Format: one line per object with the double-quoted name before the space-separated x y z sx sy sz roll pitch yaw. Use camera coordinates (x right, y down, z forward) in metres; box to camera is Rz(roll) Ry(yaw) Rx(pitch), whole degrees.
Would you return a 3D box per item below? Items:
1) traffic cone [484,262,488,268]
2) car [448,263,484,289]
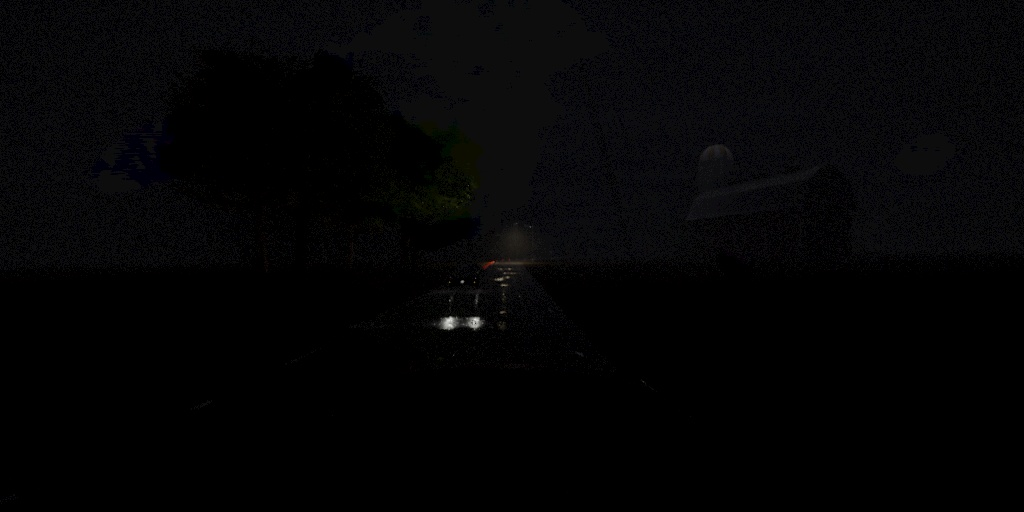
"traffic cone" -3.819 1.364 50.688 0.340 0.580 0.340 0 0 0
"car" -2.837 1.203 22.914 1.837 1.490 4.892 0 0 0
